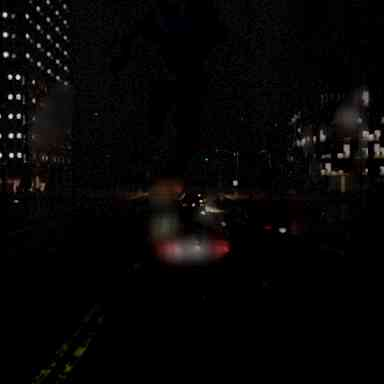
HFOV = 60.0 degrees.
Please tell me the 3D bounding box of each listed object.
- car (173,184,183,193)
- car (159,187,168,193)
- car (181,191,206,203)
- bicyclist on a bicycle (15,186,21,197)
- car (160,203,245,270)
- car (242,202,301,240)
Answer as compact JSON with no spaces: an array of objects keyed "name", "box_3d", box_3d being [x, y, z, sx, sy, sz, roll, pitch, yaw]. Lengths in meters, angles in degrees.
[{"name":"car","box_3d":[-3.265,-0.731,76.884,2.150,2.045,5.566,0,2,0]},{"name":"car","box_3d":[-6.514,-0.476,76.794,1.882,1.535,5.008,0,2,0]},{"name":"car","box_3d":[0.098,0.909,25.866,2.033,1.411,5.357,0,1,0]},{"name":"bicyclist on a bicycle","box_3d":[-24.709,-0.036,47.153,0.582,1.620,1.656,0,2,1]},{"name":"car","box_3d":[0.102,1.300,10.043,2.033,1.411,5.357,0,1,0]},{"name":"car","box_3d":[3.350,1.167,14.585,1.812,1.442,4.674,0,1,0]}]
